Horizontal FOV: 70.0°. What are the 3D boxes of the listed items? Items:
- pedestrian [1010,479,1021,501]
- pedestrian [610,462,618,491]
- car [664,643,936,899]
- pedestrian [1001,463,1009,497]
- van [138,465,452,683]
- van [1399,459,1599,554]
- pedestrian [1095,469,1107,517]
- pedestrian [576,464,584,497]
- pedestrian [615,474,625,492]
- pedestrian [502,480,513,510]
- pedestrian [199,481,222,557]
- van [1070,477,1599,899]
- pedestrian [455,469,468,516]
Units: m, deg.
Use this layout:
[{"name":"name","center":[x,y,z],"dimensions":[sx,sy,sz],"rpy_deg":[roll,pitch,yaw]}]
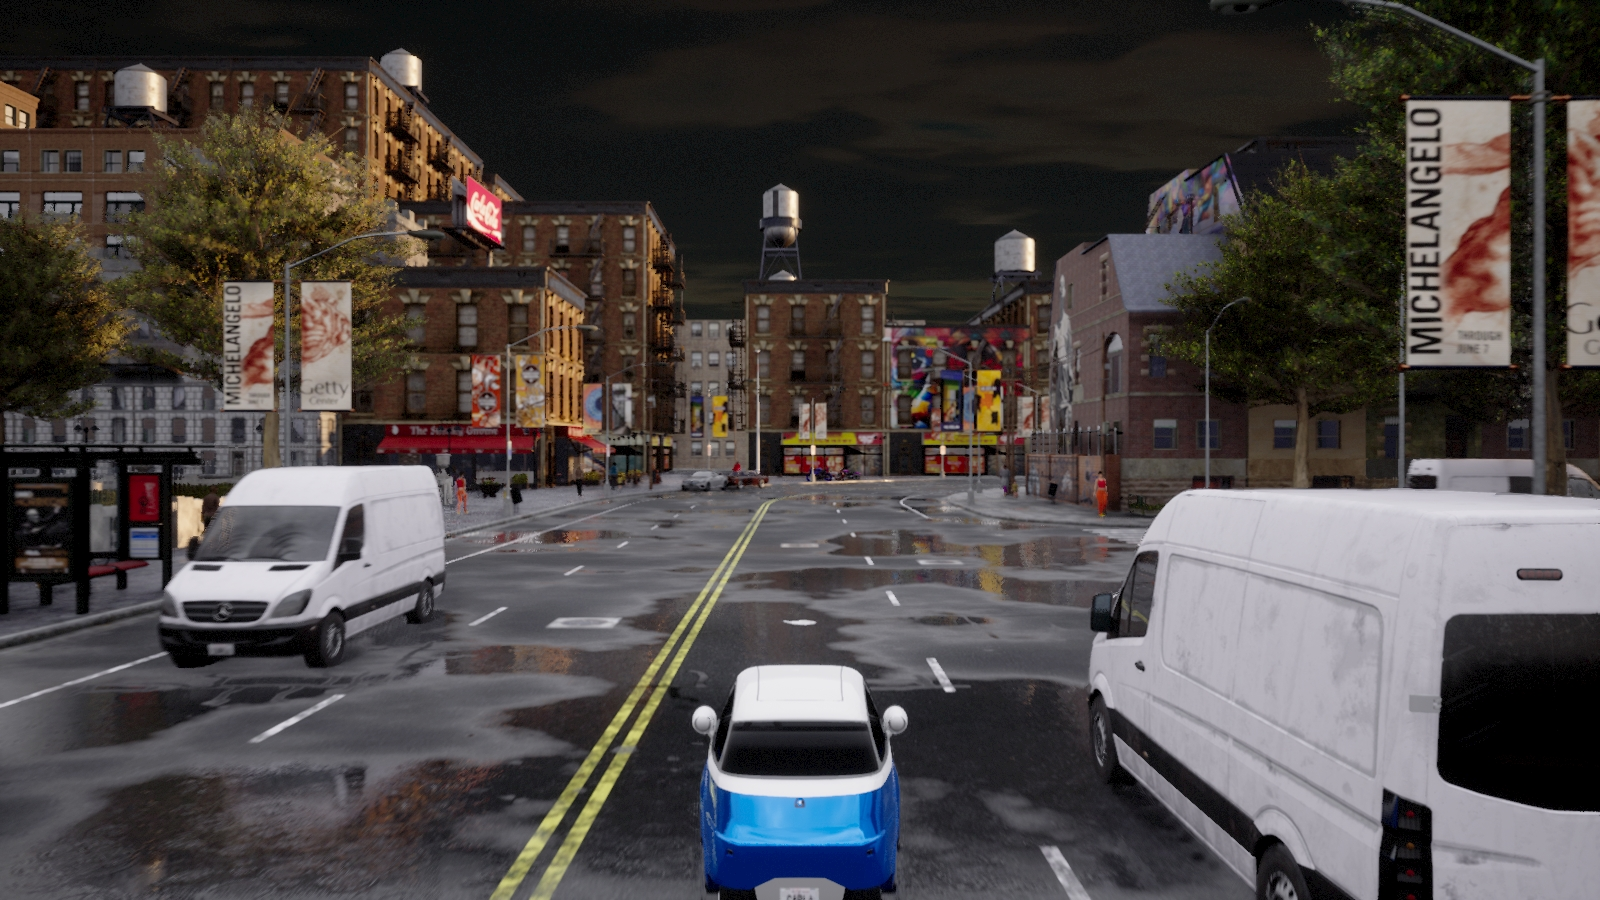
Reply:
[{"name":"pedestrian","center":[11.145,2.070,59.097],"dimensions":[0.500,1.100,0.500],"rpy_deg":[0,0,3]},{"name":"pedestrian","center":[-12.082,1.689,74.054],"dimensions":[0.375,1.860,0.375],"rpy_deg":[0,0,16]},{"name":"car","center":[0.000,2.119,7.331],"dimensions":[1.481,1.376,2.207],"rpy_deg":[0,0,0]},{"name":"pedestrian","center":[11.546,1.690,64.403],"dimensions":[0.375,1.860,0.375],"rpy_deg":[0,0,1]},{"name":"van","center":[-6.987,1.532,16.730],"dimensions":[1.988,2.561,5.915],"rpy_deg":[0,0,0]},{"name":"van","center":[20.218,1.531,31.908],"dimensions":[5.915,2.561,1.988],"rpy_deg":[0,0,0]},{"name":"pedestrian","center":[11.746,1.692,44.632],"dimensions":[0.375,1.860,0.375],"rpy_deg":[0,0,0]},{"name":"pedestrian","center":[-12.242,1.689,63.569],"dimensions":[0.375,1.860,0.375],"rpy_deg":[0,0,2]},{"name":"pedestrian","center":[-11.388,2.068,72.214],"dimensions":[0.500,1.100,0.500],"rpy_deg":[0,0,12]},{"name":"pedestrian","center":[-12.904,1.972,50.392],"dimensions":[0.375,1.300,0.375],"rpy_deg":[0,0,2]},{"name":"pedestrian","center":[-14.613,1.694,28.330],"dimensions":[0.375,1.860,0.375],"rpy_deg":[0,0,4]},{"name":"van","center":[3.512,1.533,7.720],"dimensions":[1.988,2.561,5.915],"rpy_deg":[0,0,0]},{"name":"pedestrian","center":[-13.597,1.692,45.847],"dimensions":[0.375,1.860,0.375],"rpy_deg":[0,0,7]}]
